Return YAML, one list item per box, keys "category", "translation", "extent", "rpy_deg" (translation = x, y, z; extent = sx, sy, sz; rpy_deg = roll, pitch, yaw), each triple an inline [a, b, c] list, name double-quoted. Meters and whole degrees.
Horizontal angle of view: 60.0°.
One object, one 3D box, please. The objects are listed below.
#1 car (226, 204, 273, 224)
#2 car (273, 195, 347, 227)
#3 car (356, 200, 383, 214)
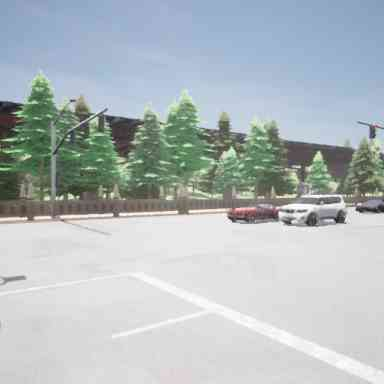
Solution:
- category: "car"
  translation: [4.820, 1.588, 24.666]
  extent: [4.718, 1.301, 1.895]
  rpy_deg: [0, 0, -36]
- category: "car"
  translation: [8.457, 1.205, 22.965]
  extent: [5.566, 2.045, 2.150]
  rpy_deg: [0, 0, -36]
- category: "car"
  translation: [19.533, 1.517, 35.196]
  extent: [5.357, 1.411, 2.033]
  rpy_deg: [0, 0, -36]
